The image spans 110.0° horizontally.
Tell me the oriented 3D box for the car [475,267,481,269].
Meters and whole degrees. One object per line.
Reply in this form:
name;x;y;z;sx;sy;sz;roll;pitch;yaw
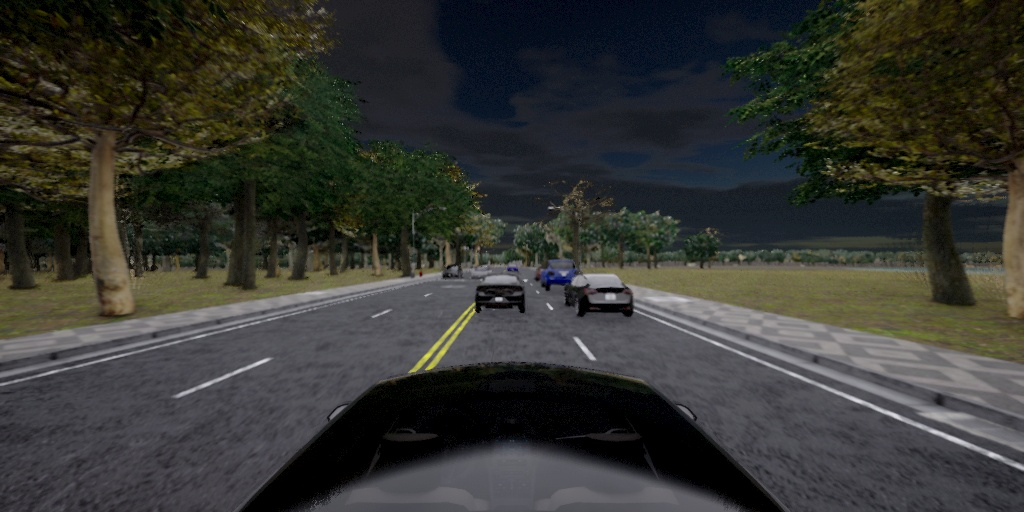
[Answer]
car;-3.340;1.878;39.133;1.895;1.301;4.718;0;-1;0

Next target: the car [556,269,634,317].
car;3.252;1.420;14.154;2.163;1.488;4.792;0;-1;0

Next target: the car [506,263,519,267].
car;0.101;2.120;60.362;1.882;1.535;5.008;0;-1;0

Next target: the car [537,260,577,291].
car;3.254;1.289;25.157;2.150;2.045;5.566;0;-1;0

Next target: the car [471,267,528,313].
car;-0.366;1.407;15.165;1.882;1.535;5.008;0;-1;2

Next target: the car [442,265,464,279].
car;-6.587;1.799;40.174;1.837;1.490;4.892;0;-1;0

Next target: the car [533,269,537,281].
car;3.255;1.756;36.123;1.812;1.442;4.674;0;-1;0
